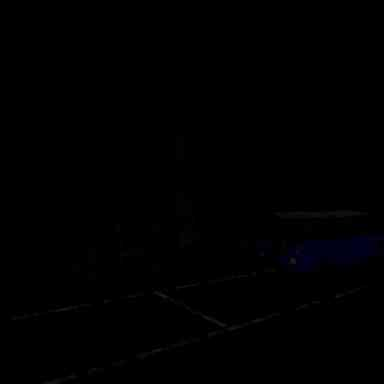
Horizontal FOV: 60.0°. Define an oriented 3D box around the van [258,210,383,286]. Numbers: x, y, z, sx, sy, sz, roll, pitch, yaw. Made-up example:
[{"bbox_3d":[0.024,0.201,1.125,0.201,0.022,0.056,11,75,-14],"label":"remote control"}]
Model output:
[{"bbox_3d":[3.655,1.426,9.370,3.998,1.788,1.690,1,0,-35],"label":"van"}]
